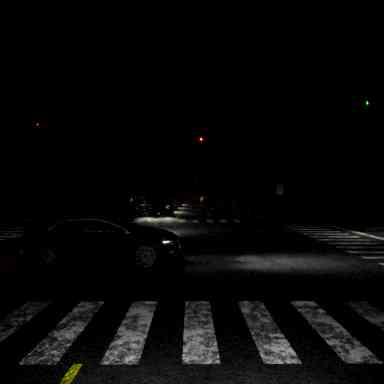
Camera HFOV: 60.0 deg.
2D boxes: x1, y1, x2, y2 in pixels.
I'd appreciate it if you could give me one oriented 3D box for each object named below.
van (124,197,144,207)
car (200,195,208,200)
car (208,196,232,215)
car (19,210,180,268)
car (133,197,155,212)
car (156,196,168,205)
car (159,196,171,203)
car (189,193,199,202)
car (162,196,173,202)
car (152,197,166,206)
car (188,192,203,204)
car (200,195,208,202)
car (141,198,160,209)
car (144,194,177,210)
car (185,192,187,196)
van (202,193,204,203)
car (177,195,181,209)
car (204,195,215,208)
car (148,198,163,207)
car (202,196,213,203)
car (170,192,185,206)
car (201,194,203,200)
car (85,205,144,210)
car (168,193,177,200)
[{"bbox_3d":[-5.635,1.343,33.411,1.690,1.788,3.998,0,0,0],"label":"van"},{"bbox_3d":[3.280,1.558,90.047,1.947,1.339,4.313,0,0,0],"label":"car"},{"bbox_3d":[2.891,1.442,33.355,1.967,1.590,4.097,0,0,0],"label":"car"},{"bbox_3d":[-2.853,1.492,10.662,4.902,1.511,2.128,0,0,0],"label":"car"},{"bbox_3d":[-5.596,1.443,39.079,1.967,1.590,4.097,0,0,0],"label":"car"},{"bbox_3d":[-5.441,1.527,61.582,1.752,1.417,4.829,0,0,0],"label":"car"},{"bbox_3d":[-5.401,1.566,67.420,1.947,1.339,4.313,0,0,0],"label":"car"},{"bbox_3d":[0.501,1.186,73.739,2.097,1.767,4.553,0,0,0],"label":"car"},{"bbox_3d":[-5.362,1.543,73.088,1.887,1.381,4.507,0,0,0],"label":"car"},{"bbox_3d":[-5.479,1.569,56.084,1.947,1.339,4.313,0,0,0],"label":"car"},{"bbox_3d":[0.430,1.223,63.379,2.150,2.045,5.566,0,0,0],"label":"car"},{"bbox_3d":[2.890,1.453,79.541,1.801,1.575,5.366,0,0,0],"label":"car"},{"bbox_3d":[-5.556,1.569,44.747,1.947,1.339,4.313,0,0,0],"label":"car"},{"bbox_3d":[-2.925,1.354,32.108,2.097,1.767,4.553,0,0,2],"label":"car"},{"bbox_3d":[-2.629,1.354,62.398,2.097,1.767,4.553,0,0,1],"label":"car"},{"bbox_3d":[3.046,1.344,56.031,1.690,1.788,3.998,0,0,0],"label":"van"},{"bbox_3d":[-2.815,1.481,42.045,1.882,1.535,5.008,0,0,1],"label":"car"},{"bbox_3d":[2.969,1.443,44.693,1.967,1.590,4.097,0,0,0],"label":"car"},{"bbox_3d":[-5.518,1.585,50.416,1.802,1.307,4.206,0,0,0],"label":"car"},{"bbox_3d":[3.124,1.551,67.370,2.008,1.369,4.403,0,0,0],"label":"car"},{"bbox_3d":[-2.741,1.225,52.172,2.150,2.045,5.566,0,0,1],"label":"car"},{"bbox_3d":[3.087,1.527,61.870,1.752,1.417,4.829,0,0,0],"label":"car"},{"bbox_3d":[-4.916,1.562,16.795,4.181,1.385,1.994,0,0,-32],"label":"car"},{"bbox_3d":[-5.246,1.307,90.093,2.192,1.841,5.009,0,0,0],"label":"car"}]
